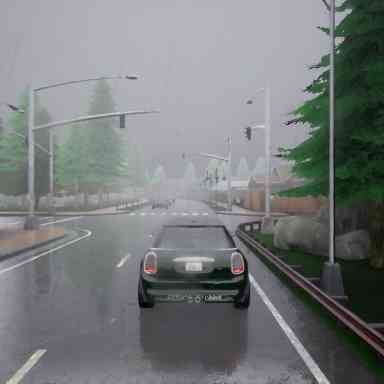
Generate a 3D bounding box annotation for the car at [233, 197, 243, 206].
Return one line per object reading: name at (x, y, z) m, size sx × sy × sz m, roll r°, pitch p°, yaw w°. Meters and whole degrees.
car at (8.791, 1.144, 48.803) m, size 4.605 × 1.855 × 1.932 m, roll 0°, pitch 0°, yaw -1°

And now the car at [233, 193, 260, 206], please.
car at (8.374, 1.146, 51.312) m, size 3.866 × 1.878 × 1.905 m, roll 0°, pitch 0°, yaw -1°

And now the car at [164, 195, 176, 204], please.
car at (-4.277, 1.448, 64.979) m, size 1.882 × 1.535 × 5.008 m, roll 0°, pitch 0°, yaw 0°

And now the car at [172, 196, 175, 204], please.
car at (-4.187, 1.571, 53.622) m, size 1.895 × 1.301 × 4.718 m, roll 0°, pitch 0°, yaw 0°

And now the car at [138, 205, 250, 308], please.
car at (0.053, 1.352, 8.066) m, size 2.097 × 1.767 × 4.553 m, roll 0°, pitch 0°, yaw 1°

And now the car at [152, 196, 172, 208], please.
car at (-4.101, 1.535, 43.767) m, size 1.994 × 1.385 × 4.181 m, roll 0°, pitch 0°, yaw -1°
